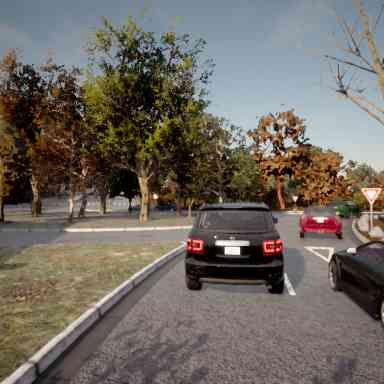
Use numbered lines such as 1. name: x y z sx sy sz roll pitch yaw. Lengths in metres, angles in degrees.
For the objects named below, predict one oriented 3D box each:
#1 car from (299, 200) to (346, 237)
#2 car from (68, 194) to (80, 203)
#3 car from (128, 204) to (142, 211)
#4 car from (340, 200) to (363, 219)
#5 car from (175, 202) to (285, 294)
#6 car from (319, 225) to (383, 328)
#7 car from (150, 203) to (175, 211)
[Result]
1. car: 7.295 1.534 19.000 2.097 1.767 4.553 0 -1 20
2. car: -31.236 2.001 86.943 1.946 1.575 5.366 0 2 -11
3. car: -8.912 2.784 60.697 5.357 1.411 2.033 0 -1 1
4. car: 16.708 1.859 36.226 2.150 2.045 5.566 -2 -3 44
5. car: 1.211 1.269 9.167 2.150 2.045 5.566 0 -1 9
6. car: 4.089 1.581 6.339 1.994 1.385 4.181 0 0 7
7. car: -4.188 2.647 56.938 4.892 1.490 1.837 -1 -2 26
